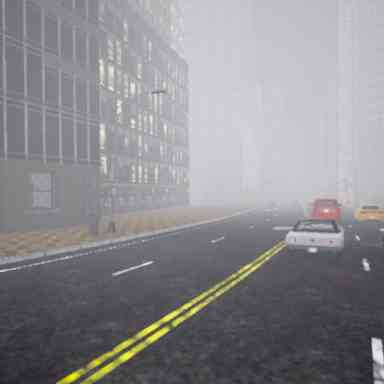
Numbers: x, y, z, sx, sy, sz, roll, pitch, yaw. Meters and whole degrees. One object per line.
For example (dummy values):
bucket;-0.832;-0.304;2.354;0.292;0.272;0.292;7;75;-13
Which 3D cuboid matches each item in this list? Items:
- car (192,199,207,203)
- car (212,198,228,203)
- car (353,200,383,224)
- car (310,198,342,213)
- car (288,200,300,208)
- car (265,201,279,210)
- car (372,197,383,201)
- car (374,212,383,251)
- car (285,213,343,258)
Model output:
car;2.065;2.379;91.227;4.206;1.307;1.802;0;0;19
car;7.436;2.369;89.361;4.313;1.339;1.947;0;0;19
car;14.387;1.725;27.159;1.882;1.535;5.008;0;0;21
car;10.751;1.483;26.765;2.150;2.045;5.566;0;0;21
car;19.021;2.140;61.815;2.033;1.411;5.357;0;-1;18
car;13.037;2.105;54.044;1.994;1.385;4.181;0;-1;18
car;44.333;2.158;76.947;5.009;1.841;2.192;0;0;19
car;7.739;1.655;11.462;2.033;1.411;5.357;0;-1;25
car;5.105;1.737;13.506;1.895;1.301;4.718;0;-1;25
